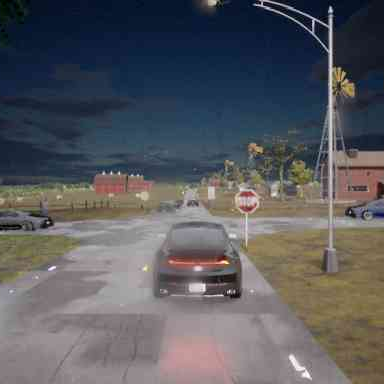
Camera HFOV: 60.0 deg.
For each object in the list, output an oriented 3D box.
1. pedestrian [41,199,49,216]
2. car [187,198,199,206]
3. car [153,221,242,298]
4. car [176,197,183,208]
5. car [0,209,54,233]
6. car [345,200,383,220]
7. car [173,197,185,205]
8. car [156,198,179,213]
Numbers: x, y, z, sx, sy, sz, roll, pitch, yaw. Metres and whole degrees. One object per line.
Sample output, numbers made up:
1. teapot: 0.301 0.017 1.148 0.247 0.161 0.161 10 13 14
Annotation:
1. pedestrian: -12.120 1.465 27.530 0.375 1.860 0.375 0 2 0
2. car: 0.175 1.746 58.465 1.812 1.442 4.674 0 -1 0
3. car: 0.139 1.507 8.506 1.837 1.490 4.892 0 0 1
4. car: -2.771 1.688 47.117 1.994 1.385 4.181 0 0 0
5. car: -11.092 1.799 21.221 4.181 1.385 1.994 -1 1 6
6. car: 13.532 1.267 24.345 4.181 1.385 1.994 -1 1 -2
7. car: -2.680 1.822 68.392 2.128 1.511 4.902 0 -1 0
8. car: -2.830 1.667 37.159 1.895 1.301 4.718 0 0 1
